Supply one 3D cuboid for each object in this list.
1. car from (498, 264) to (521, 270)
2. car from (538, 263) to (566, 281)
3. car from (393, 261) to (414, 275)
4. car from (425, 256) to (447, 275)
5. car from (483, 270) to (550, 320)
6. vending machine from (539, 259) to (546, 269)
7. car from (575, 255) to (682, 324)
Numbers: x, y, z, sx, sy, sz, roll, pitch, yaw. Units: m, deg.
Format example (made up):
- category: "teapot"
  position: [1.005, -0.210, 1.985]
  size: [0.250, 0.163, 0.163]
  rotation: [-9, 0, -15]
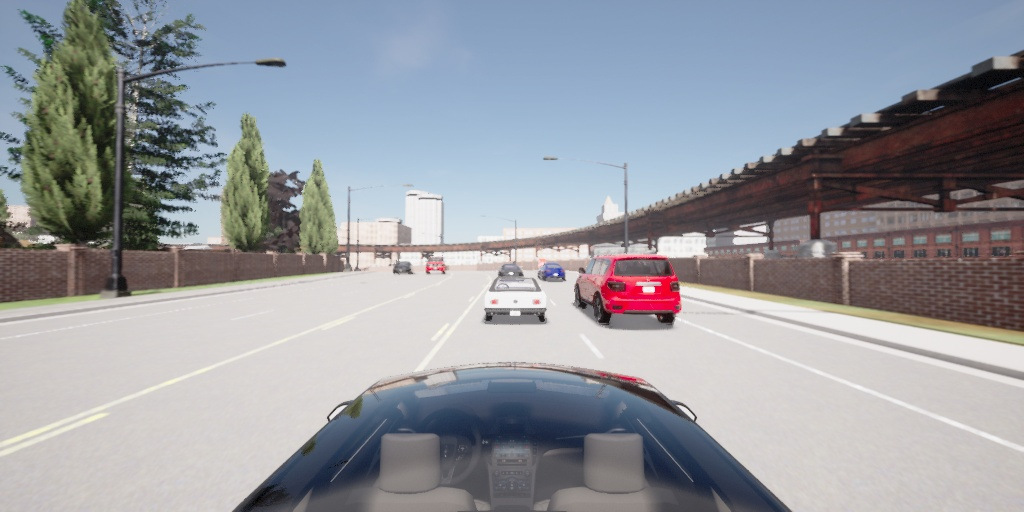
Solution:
- category: "car"
  position: [-0.193, 1.328, 29.805]
  size: [1.994, 1.385, 4.181]
  rotation: [0, 0, -4]
- category: "car"
  position: [3.282, 1.296, 30.333]
  size: [1.812, 1.442, 4.674]
  rotation: [0, 0, -4]
- category: "car"
  position: [-12.039, 1.292, 39.940]
  size: [1.882, 1.535, 5.008]
  rotation: [0, -1, -10]
- category: "car"
  position: [-8.665, 1.059, 41.072]
  size: [2.150, 2.045, 5.566]
  rotation: [0, -1, -10]
- category: "car"
  position: [0.101, 1.356, 12.548]
  size: [1.895, 1.301, 4.718]
  rotation: [0, 0, 0]
- category: "vending machine"
  position: [4.778, 1.404, 56.448]
  size: [1.100, 2.100, 0.880]
  rotation: [0, 0, -16]
- category: "car"
  position: [3.600, 0.977, 12.117]
  size: [2.150, 2.045, 5.566]
  rotation: [0, 0, 0]
